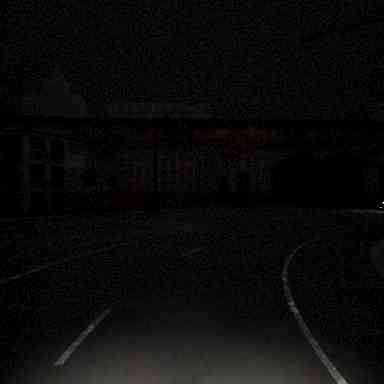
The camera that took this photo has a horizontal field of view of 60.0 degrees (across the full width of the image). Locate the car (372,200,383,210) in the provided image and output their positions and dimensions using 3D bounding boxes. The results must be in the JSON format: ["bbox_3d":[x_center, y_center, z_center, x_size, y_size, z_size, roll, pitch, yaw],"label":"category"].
[{"bbox_3d":[24.038,1.343,39.706,4.553,1.767,2.097,0,0,-2],"label":"car"}]
